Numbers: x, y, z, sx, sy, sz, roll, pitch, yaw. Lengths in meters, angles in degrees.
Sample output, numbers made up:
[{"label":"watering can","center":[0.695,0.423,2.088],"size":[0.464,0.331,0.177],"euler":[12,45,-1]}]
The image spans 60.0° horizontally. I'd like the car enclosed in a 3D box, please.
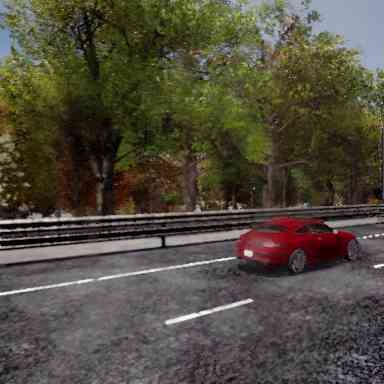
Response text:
[{"label":"car","center":[3.424,1.534,10.546],"size":[4.674,1.442,1.812],"euler":[0,0,-36]}]
